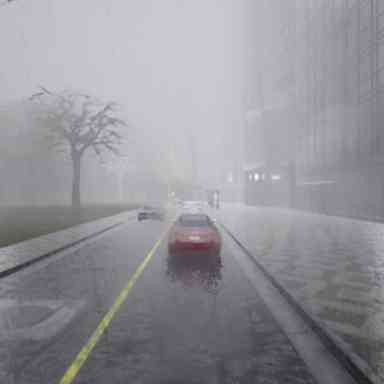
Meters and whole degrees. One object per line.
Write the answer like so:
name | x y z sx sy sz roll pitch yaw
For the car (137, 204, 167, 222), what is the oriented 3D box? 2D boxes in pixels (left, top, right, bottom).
car | -3.102 1.636 26.268 1.895 1.301 4.718 0 0 0

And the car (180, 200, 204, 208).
car | 0.095 1.573 29.585 1.812 1.442 4.674 0 0 0

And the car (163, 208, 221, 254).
car | 0.097 1.580 13.621 1.994 1.385 4.181 0 0 0

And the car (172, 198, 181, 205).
car | -3.017 1.921 66.653 1.812 1.442 4.674 0 -1 0
